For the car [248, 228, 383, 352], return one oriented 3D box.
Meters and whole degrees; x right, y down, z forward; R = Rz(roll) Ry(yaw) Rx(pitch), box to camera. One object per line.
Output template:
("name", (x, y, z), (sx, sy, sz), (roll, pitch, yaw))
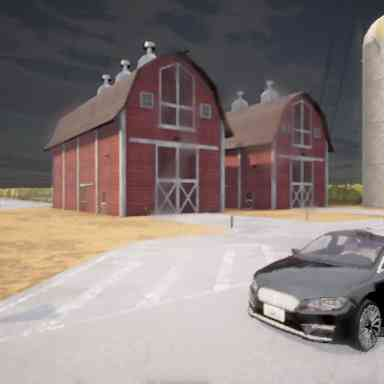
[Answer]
("car", (3.187, 1.492, 6.260), (4.902, 1.511, 2.128), (0, 0, -35))
